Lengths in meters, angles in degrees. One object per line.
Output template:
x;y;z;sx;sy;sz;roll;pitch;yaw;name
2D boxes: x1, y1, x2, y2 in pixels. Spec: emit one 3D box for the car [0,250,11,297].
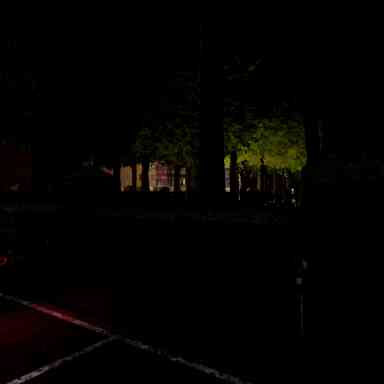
-5.846;1.483;7.120;5.008;1.535;1.882;0;0;36;car
